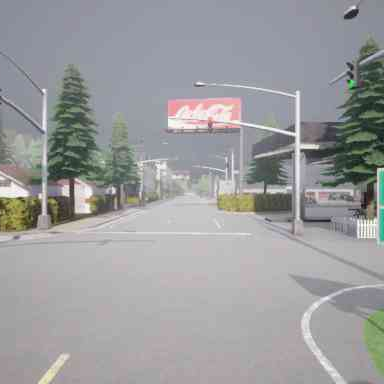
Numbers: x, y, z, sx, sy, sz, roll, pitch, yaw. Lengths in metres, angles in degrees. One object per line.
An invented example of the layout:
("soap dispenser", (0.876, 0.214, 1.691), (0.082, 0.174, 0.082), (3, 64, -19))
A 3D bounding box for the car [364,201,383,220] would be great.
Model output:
("car", (18.704, 1.672, 30.605), (4.611, 1.667, 2.242), (0, 0, 0))

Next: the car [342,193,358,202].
("car", (34.927, 1.489, 71.789), (2.007, 1.523, 4.514), (0, 0, 0))

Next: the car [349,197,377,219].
("car", (14.376, 1.505, 24.936), (3.866, 1.878, 1.905), (0, 0, 0))

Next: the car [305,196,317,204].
("car", (22.521, 1.552, 64.001), (1.970, 1.475, 3.806), (0, 0, 0))
